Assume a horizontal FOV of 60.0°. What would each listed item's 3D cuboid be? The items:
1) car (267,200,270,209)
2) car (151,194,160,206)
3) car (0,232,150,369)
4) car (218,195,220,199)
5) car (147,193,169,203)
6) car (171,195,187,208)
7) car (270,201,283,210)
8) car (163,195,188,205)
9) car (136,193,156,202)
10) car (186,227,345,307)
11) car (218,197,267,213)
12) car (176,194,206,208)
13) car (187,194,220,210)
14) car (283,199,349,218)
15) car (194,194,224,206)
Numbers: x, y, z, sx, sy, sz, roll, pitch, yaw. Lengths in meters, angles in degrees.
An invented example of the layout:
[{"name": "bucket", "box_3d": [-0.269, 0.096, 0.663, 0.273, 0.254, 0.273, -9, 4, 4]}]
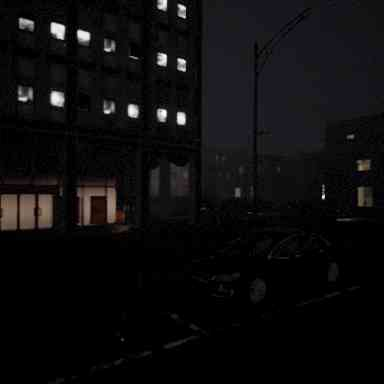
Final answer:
[{"name": "car", "box_3d": [8.918, 1.516, 43.788, 1.802, 1.307, 4.206, 1, 0, -35]}, {"name": "car", "box_3d": [-4.271, 1.379, 48.141, 1.887, 1.381, 4.507, 1, 0, -35]}, {"name": "car", "box_3d": [-2.734, 1.441, 4.604, 4.097, 1.590, 1.967, 0, 0, -36]}, {"name": "car", "box_3d": [5.601, 1.384, 38.389, 1.882, 1.535, 5.008, 0, 0, -35]}, {"name": "car", "box_3d": [-6.810, 1.141, 66.571, 2.192, 1.841, 5.009, 1, 0, -35]}, {"name": "car", "box_3d": [-1.126, 1.407, 43.585, 2.008, 1.369, 4.403, 1, 0, -35]}, {"name": "car", "box_3d": [11.968, 1.482, 39.371, 1.752, 1.417, 4.829, 1, 0, -35]}, {"name": "car", "box_3d": [-2.868, 1.326, 56.204, 1.882, 1.535, 5.008, 0, 0, -34]}, {"name": "car", "box_3d": [-9.955, 1.121, 71.127, 2.192, 1.841, 5.009, 1, 0, -35]}, {"name": "car", "box_3d": [1.900, 1.558, 7.911, 4.403, 1.369, 2.008, 0, 0, -36]}, {"name": "car", "box_3d": [5.166, 1.453, 34.472, 2.008, 1.369, 4.403, 1, 0, -35]}, {"name": "car", "box_3d": [-0.187, 1.217, 46.803, 2.097, 1.767, 4.553, 0, 0, -35]}, {"name": "car", "box_3d": [2.023, 1.194, 39.029, 2.192, 1.841, 5.009, 1, 0, -35]}, {"name": "car", "box_3d": [11.274, 1.497, 30.179, 2.033, 1.411, 5.357, 0, 0, -35]}, {"name": "car", "box_3d": [2.629, 1.204, 52.901, 2.192, 1.841, 5.009, 1, 0, -35]}]
